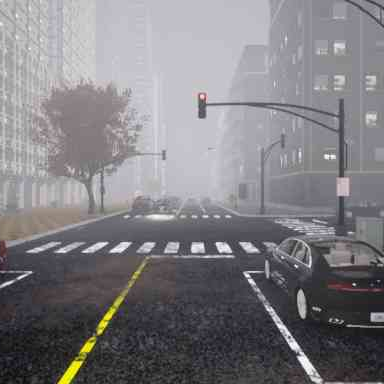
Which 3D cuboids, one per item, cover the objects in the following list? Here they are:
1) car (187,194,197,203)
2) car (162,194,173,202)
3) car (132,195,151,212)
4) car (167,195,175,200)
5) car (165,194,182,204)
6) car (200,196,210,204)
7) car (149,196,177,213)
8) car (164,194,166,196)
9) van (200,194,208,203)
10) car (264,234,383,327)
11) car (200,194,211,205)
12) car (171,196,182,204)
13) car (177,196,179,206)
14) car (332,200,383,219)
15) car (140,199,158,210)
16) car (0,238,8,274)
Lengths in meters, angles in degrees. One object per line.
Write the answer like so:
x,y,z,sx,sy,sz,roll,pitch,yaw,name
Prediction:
-0.088,1.594,68.630,2.033,1.411,5.357,0,0,0,car
-5.792,1.377,77.961,2.192,1.841,5.009,0,0,0,car
-5.742,1.331,39.301,2.192,1.841,5.009,0,0,0,car
-5.812,1.643,94.529,2.008,1.369,4.403,0,0,0,car
-3.156,1.510,56.438,1.882,1.535,5.008,0,0,0,car
2.604,1.570,67.095,1.752,1.417,4.829,0,0,0,car
-3.146,1.506,37.116,2.128,1.511,4.902,0,0,0,car
-5.784,1.618,72.438,1.947,1.339,4.313,0,0,0,car
2.596,1.394,72.449,1.690,1.788,3.998,0,0,0,van
2.680,1.551,6.923,2.008,1.369,4.403,0,0,0,car
2.611,1.603,61.402,1.947,1.339,4.313,0,0,0,car
-3.111,1.522,66.925,1.882,1.535,5.008,0,0,0,car
-3.157,1.623,46.352,1.895,1.301,4.718,0,0,0,car
13.392,1.347,26.343,4.403,1.369,2.008,-1,1,-1,car
-5.749,1.587,44.824,1.947,1.339,4.313,0,0,0,car
-5.701,1.545,6.913,1.887,1.381,4.507,0,0,0,car
